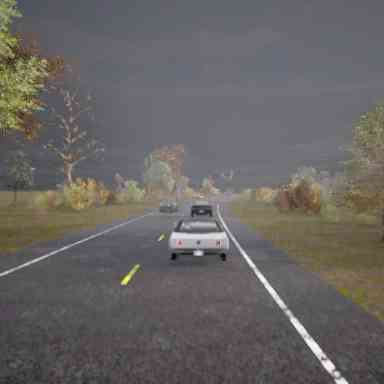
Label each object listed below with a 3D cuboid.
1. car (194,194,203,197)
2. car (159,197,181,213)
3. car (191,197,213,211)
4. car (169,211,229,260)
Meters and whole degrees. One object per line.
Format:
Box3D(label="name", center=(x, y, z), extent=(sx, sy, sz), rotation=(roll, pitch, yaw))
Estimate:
Box3D(label="car", center=(1.460, 1.128, 77.726), extent=(1.882, 1.535, 5.008), rotation=(0, 0, 7))
Box3D(label="car", center=(-2.404, 1.351, 37.105), extent=(2.097, 1.767, 4.553), rotation=(0, 0, 4))
Box3D(label="car", center=(0.931, 1.478, 30.753), extent=(1.882, 1.535, 5.008), rotation=(0, 0, 3))
Box3D(label="car", center=(0.258, 1.604, 12.520), extent=(1.895, 1.301, 4.718), rotation=(0, 0, 1))
